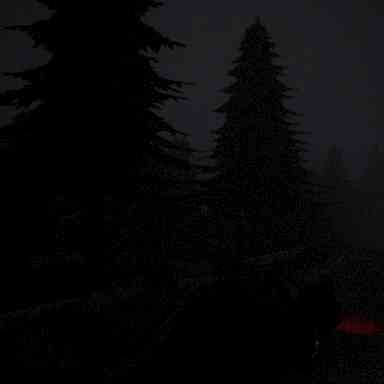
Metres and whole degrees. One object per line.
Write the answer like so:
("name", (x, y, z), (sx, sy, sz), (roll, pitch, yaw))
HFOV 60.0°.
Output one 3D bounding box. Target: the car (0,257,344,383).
("car", (-0.073, 1.597, 4.014), (5.357, 1.411, 2.033), (0, -1, -43))
